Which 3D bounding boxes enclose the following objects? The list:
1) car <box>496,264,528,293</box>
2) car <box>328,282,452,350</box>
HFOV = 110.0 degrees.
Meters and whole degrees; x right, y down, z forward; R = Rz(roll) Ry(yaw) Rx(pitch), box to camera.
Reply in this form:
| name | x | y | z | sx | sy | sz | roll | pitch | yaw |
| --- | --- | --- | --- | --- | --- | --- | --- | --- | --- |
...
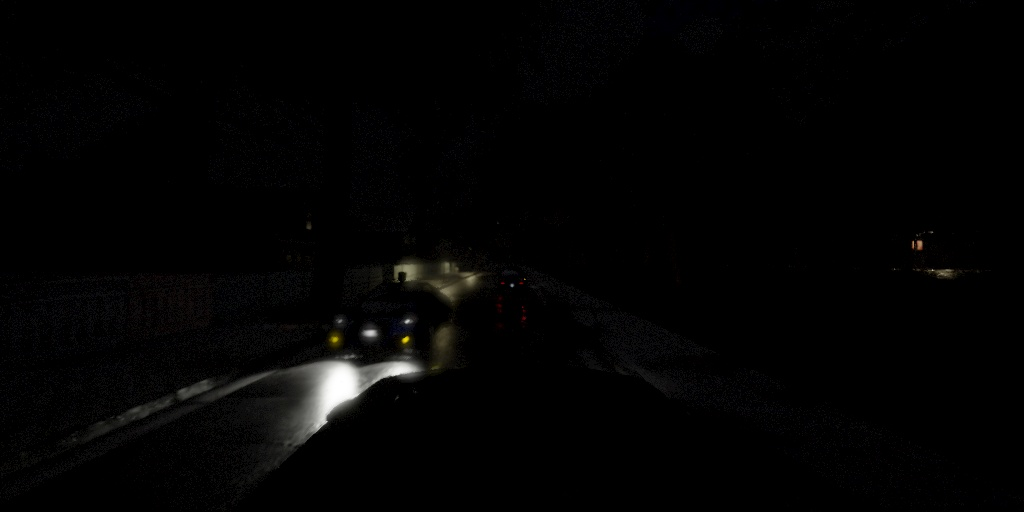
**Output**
| name | x | y | z | sx | sy | sz | roll | pitch | yaw |
| --- | --- | --- | --- | --- | --- | --- | --- | --- | --- |
| car | 0.026 | 1.430 | 22.113 | 1.812 | 1.442 | 4.674 | 0 | 0 | 1 |
| car | -2.787 | 1.365 | 9.097 | 1.994 | 1.385 | 4.181 | 0 | 0 | 1 |
